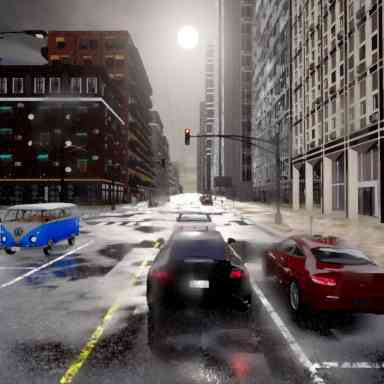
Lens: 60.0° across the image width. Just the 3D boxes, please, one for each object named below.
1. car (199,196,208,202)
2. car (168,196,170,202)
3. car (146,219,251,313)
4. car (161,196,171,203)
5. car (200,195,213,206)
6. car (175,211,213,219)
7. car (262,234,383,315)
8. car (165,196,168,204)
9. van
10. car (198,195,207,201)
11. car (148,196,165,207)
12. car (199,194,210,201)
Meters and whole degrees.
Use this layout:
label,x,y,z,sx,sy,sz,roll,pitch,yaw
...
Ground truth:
label,x,y,z,sx,sy,sz,roll,pitch,yaw
car,2.706,1.599,79.179,1.802,1.307,4.206,1,0,0
car,-5.675,1.580,62.213,1.947,1.339,4.313,1,0,0
car,0.104,1.566,7.766,1.994,1.385,4.181,0,0,-1
car,-5.674,1.598,73.523,1.802,1.307,4.206,1,0,0
car,2.704,1.596,56.561,1.802,1.307,4.206,1,0,0
car,0.096,1.606,16.584,1.895,1.301,4.718,0,0,0
car,2.701,1.584,7.303,1.802,1.307,4.206,1,0,0
car,-5.675,1.564,56.559,2.008,1.369,4.403,1,0,0
van,-5.761,1.345,12.988,1.690,1.788,3.998,1,0,0
car,2.707,1.569,84.834,2.008,1.369,4.403,1,0,0
car,-5.675,1.563,50.904,2.008,1.369,4.403,1,0,0
car,2.709,1.330,62.215,2.192,1.841,5.009,1,0,0
